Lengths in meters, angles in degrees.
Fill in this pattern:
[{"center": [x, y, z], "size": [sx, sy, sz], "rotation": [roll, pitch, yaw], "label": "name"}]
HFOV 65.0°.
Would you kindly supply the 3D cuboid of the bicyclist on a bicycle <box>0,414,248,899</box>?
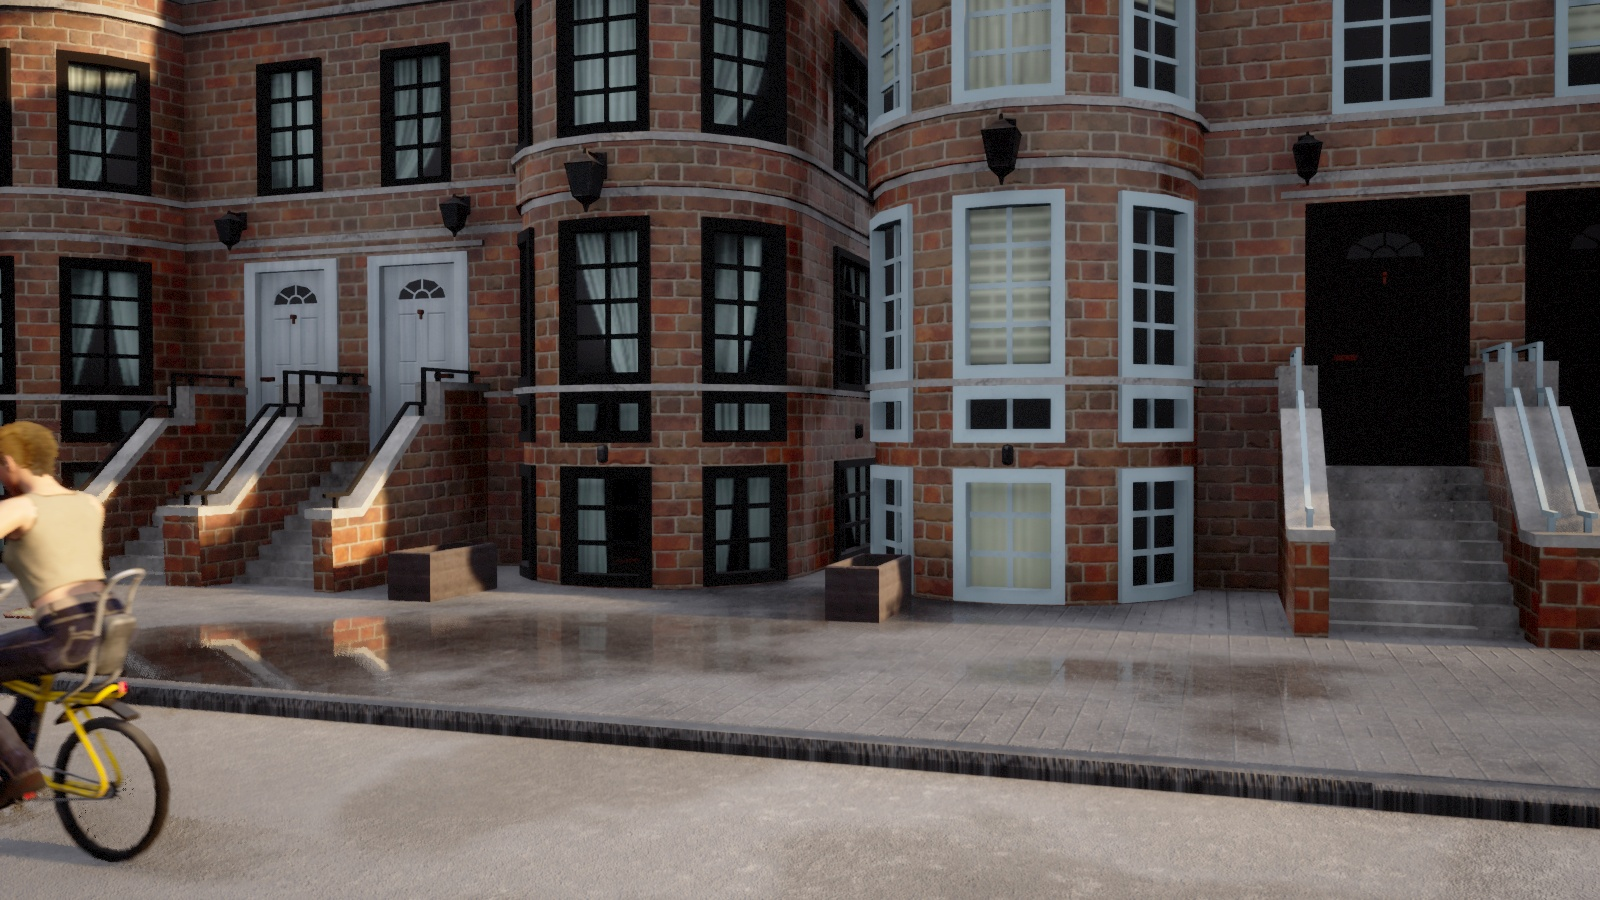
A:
[{"center": [-3.008, 0.676, 4.723], "size": [1.509, 1.612, 0.866], "rotation": [1, 1, 18], "label": "bicyclist on a bicycle"}]
